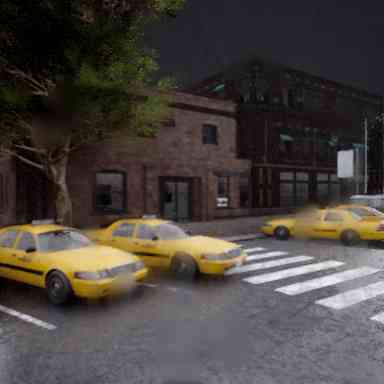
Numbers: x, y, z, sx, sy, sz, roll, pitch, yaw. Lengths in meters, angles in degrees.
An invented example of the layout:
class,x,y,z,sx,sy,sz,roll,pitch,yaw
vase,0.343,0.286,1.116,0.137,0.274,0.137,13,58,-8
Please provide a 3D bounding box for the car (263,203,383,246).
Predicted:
class,x,y,z,sx,sy,sz,roll,pitch,yaw
car,5.981,1.469,15.345,5.366,1.575,1.946,-1,0,34

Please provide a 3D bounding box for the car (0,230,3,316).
class,x,y,z,sx,sy,sz,roll,pitch,yaw
car,-6.066,1.487,6.489,4.892,1.521,2.231,-1,-1,34

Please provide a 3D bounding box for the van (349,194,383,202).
class,x,y,z,sx,sy,sz,roll,pitch,yaw
van,10.881,1.172,18.830,4.442,1.987,1.878,-1,0,34

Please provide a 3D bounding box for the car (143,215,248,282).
class,x,y,z,sx,sy,sz,roll,pitch,yaw
car,-1.029,1.477,9.874,5.366,1.575,1.946,-1,-1,34

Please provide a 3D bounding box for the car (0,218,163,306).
class,x,y,z,sx,sy,sz,roll,pitch,yaw
car,-3.469,1.479,8.125,5.366,1.575,1.946,-1,-1,34
